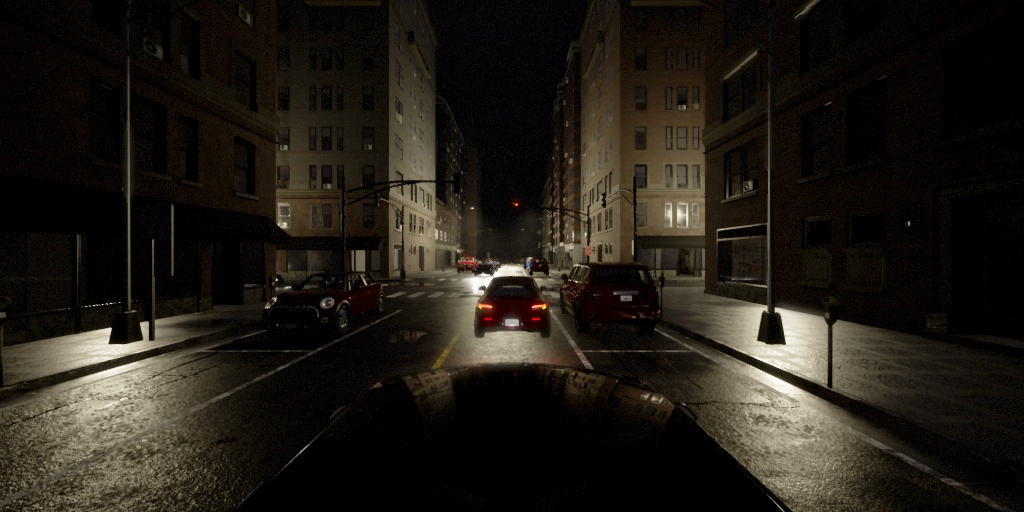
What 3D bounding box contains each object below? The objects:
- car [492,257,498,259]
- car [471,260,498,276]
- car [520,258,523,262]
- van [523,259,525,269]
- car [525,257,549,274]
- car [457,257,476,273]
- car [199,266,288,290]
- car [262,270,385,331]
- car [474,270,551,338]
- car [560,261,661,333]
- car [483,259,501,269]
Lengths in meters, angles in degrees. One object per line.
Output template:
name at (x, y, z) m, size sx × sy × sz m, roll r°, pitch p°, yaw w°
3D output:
car at (-2.713, 1.294, 57.606) m, size 2.033 × 1.411 × 5.357 m, roll 0°, pitch 0°, yaw 0°
car at (-2.769, 1.349, 36.672) m, size 1.895 × 1.301 × 4.718 m, roll 0°, pitch 0°, yaw 0°
car at (2.805, 1.061, 54.264) m, size 2.192 × 1.841 × 5.009 m, roll 0°, pitch 0°, yaw 0°
van at (2.797, 1.088, 48.760) m, size 1.690 × 1.789 × 3.998 m, roll 0°, pitch 0°, yaw 0°
car at (2.781, 1.063, 37.752) m, size 2.192 × 1.841 × 5.009 m, roll 0°, pitch 0°, yaw 0°
car at (-5.326, 1.062, 43.274) m, size 2.192 × 1.841 × 5.009 m, roll 0°, pitch 0°, yaw 0°
car at (-17.068, 1.362, 22.958) m, size 4.181 × 1.385 × 1.994 m, roll 0°, pitch 0°, yaw 0°
car at (-5.369, 1.189, 10.714) m, size 1.967 × 1.591 × 4.097 m, roll 0°, pitch 0°, yaw 0°
car at (0.025, 1.276, 10.053) m, size 1.812 × 1.442 × 4.674 m, roll 0°, pitch 0°, yaw 1°
car at (2.656, 1.064, 10.696) m, size 2.192 × 1.841 × 5.009 m, roll 0°, pitch 0°, yaw 0°
car at (-2.743, 1.348, 46.679) m, size 1.895 × 1.301 × 4.718 m, roll 0°, pitch 0°, yaw 0°
